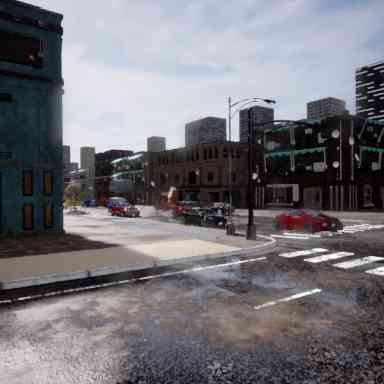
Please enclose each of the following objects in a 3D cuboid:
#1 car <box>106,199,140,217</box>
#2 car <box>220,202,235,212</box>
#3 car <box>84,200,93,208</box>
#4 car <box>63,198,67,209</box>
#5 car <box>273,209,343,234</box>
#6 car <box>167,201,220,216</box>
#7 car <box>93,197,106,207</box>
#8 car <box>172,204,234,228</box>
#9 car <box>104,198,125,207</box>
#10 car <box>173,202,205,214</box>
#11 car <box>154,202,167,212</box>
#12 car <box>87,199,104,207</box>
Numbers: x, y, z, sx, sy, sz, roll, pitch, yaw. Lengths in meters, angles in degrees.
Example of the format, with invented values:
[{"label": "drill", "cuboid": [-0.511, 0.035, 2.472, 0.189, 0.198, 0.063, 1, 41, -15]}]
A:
[{"label": "car", "cuboid": [-7.243, 1.846, 35.953, 1.967, 1.590, 4.097, -1, 0, -35]}, {"label": "car", "cuboid": [2.796, 1.809, 36.298, 2.008, 1.369, 4.403, -2, 0, -35]}, {"label": "car", "cuboid": [-19.500, 2.194, 63.230, 1.812, 1.442, 4.674, -1, 0, -35]}, {"label": "car", "cuboid": [-23.174, 2.233, 58.374, 1.752, 1.417, 4.829, -1, 0, -35]}, {"label": "car", "cuboid": [6.772, 1.683, 19.834, 1.994, 1.385, 4.181, 0, -1, -27]}, {"label": "car", "cuboid": [0.030, 1.633, 30.209, 2.097, 1.767, 4.553, -1, -1, -36]}, {"label": "car", "cuboid": [-16.449, 1.940, 63.368, 2.192, 1.841, 5.009, -1, 0, -35]}, {"label": "car", "cuboid": [0.700, 1.814, 24.573, 1.947, 1.339, 4.313, -1, 0, -35]}, {"label": "car", "cuboid": [-9.337, 1.939, 43.414, 1.882, 1.535, 5.008, -1, 0, -35]}, {"label": "car", "cuboid": [-0.410, 1.904, 40.811, 1.802, 1.307, 4.206, -2, 0, -35]}, {"label": "car", "cuboid": [-3.615, 1.966, 45.322, 1.802, 1.307, 4.206, -2, 0, -35]}, {"label": "car", "cuboid": [-19.650, 2.227, 67.880, 1.887, 1.381, 4.507, -1, 0, -35]}]
